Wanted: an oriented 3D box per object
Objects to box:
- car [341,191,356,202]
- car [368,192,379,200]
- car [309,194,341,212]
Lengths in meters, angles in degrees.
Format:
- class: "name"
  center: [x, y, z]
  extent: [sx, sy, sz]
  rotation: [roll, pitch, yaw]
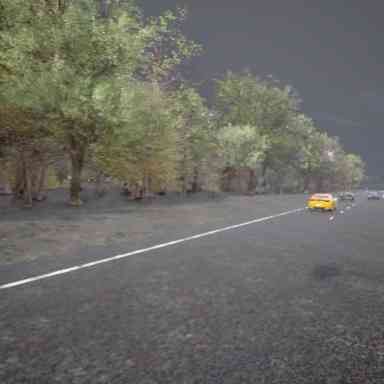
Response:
- class: "car"
  center: [24.641, 0.673, 52.635]
  extent: [2.128, 1.511, 4.902]
  rotation: [3, 2, 30]
- class: "car"
  center: [33.578, 0.751, 61.462]
  extent: [2.033, 1.411, 5.357]
  rotation: [3, 2, 30]
- class: "car"
  center: [12.157, 0.916, 30.731]
  extent: [1.882, 1.535, 5.008]
  rotation: [3, 2, 30]
